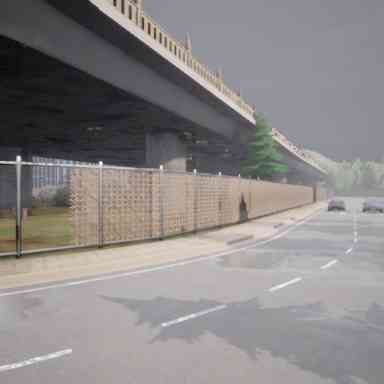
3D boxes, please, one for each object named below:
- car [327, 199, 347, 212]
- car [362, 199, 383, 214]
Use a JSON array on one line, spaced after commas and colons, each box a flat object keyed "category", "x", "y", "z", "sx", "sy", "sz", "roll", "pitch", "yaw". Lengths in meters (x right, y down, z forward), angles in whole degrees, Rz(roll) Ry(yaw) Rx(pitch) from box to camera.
[{"category": "car", "x": 16.798, "y": 1.529, "z": 38.487, "sx": 2.033, "sy": 1.411, "sz": 5.357, "roll": 0, "pitch": 0, "yaw": 26}, {"category": "car", "x": 19.194, "y": 1.507, "z": 35.414, "sx": 1.812, "sy": 1.442, "sz": 4.674, "roll": 0, "pitch": 0, "yaw": 26}]
